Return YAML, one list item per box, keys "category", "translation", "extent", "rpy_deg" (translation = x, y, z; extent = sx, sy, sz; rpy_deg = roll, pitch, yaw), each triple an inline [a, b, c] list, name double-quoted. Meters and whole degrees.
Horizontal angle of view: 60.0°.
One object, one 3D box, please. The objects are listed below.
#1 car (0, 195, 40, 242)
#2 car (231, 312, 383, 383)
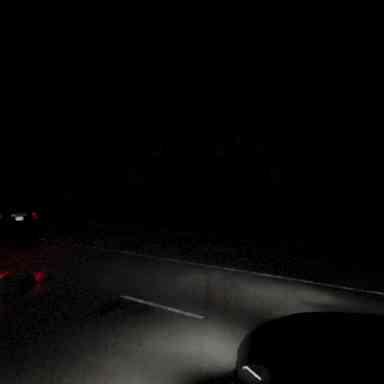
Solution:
- category: "car"
  translation: [-9.013, 1.141, 14.722]
  extent: [5.566, 2.045, 2.150]
  rpy_deg: [0, 0, 36]
- category: "car"
  translation: [2.513, 1.531, 2.200]
  extent: [4.674, 1.442, 1.812]
  rpy_deg: [0, 0, 36]
